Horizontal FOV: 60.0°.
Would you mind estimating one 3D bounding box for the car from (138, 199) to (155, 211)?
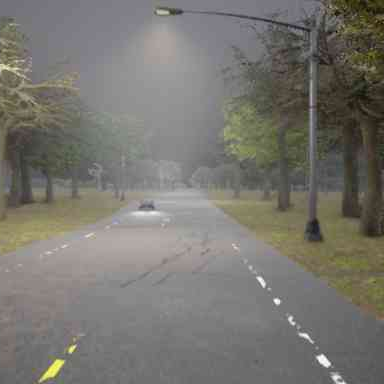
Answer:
[{"bbox_3d":[-5.192,1.436,38.455,1.895,1.301,4.718,0,0,-7],"label":"car"}]
